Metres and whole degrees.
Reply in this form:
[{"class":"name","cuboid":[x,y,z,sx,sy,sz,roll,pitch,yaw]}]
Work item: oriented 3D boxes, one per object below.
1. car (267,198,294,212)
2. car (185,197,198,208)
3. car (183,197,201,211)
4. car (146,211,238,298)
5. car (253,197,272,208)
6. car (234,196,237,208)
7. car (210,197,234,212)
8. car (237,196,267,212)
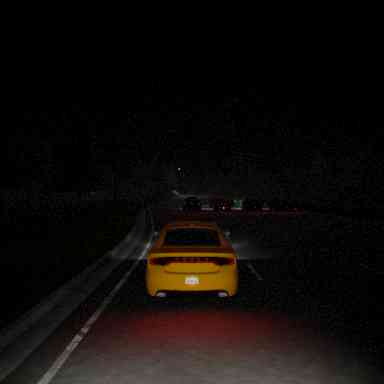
[{"class":"car","cuboid":[10.495,1.477,39.188,1.882,1.535,5.008,0,0,0]},{"class":"car","cuboid":[-0.006,1.504,49.606,1.837,1.490,4.892,0,0,0]},{"class":"car","cuboid":[-0.005,1.351,39.573,2.097,1.767,4.553,0,0,0]},{"class":"car","cuboid":[-0.001,1.478,8.578,1.882,1.535,5.008,0,0,0]},{"class":"car","cuboid":[10.494,1.525,49.607,1.812,1.442,4.674,0,0,0]},{"class":"car","cuboid":[6.994,1.351,49.577,2.097,1.767,4.553,0,0,0]},{"class":"car","cuboid":[3.495,1.504,39.187,1.837,1.490,4.892,0,0,0]},{"class":"car","cuboid":[6.995,1.491,39.187,2.128,1.511,4.902,0,0,0]}]
